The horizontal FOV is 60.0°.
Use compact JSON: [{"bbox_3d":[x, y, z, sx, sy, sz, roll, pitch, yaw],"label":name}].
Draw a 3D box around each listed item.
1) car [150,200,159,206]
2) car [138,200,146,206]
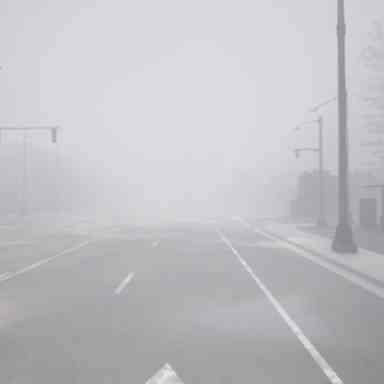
[{"bbox_3d":[-10.483,3.014,92.957,1.882,1.535,5.008,0,-1,0],"label":"car"},{"bbox_3d":[-13.983,3.060,92.957,1.812,1.442,4.674,0,-1,0],"label":"car"}]
